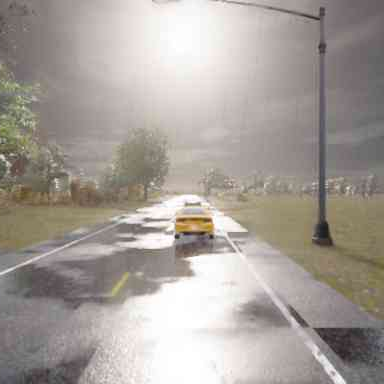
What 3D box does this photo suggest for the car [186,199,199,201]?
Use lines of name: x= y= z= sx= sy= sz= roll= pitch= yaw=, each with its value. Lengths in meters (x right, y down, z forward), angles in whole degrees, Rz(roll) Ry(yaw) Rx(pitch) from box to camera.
car: x=0.088 y=1.498 z=36.008 sx=2.128 sy=1.511 sz=4.902 roll=0 pitch=0 yaw=0

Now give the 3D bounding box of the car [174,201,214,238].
car: x=0.106 y=1.479 z=17.626 sx=1.882 sy=1.535 sz=5.008 roll=0 pitch=0 yaw=0
